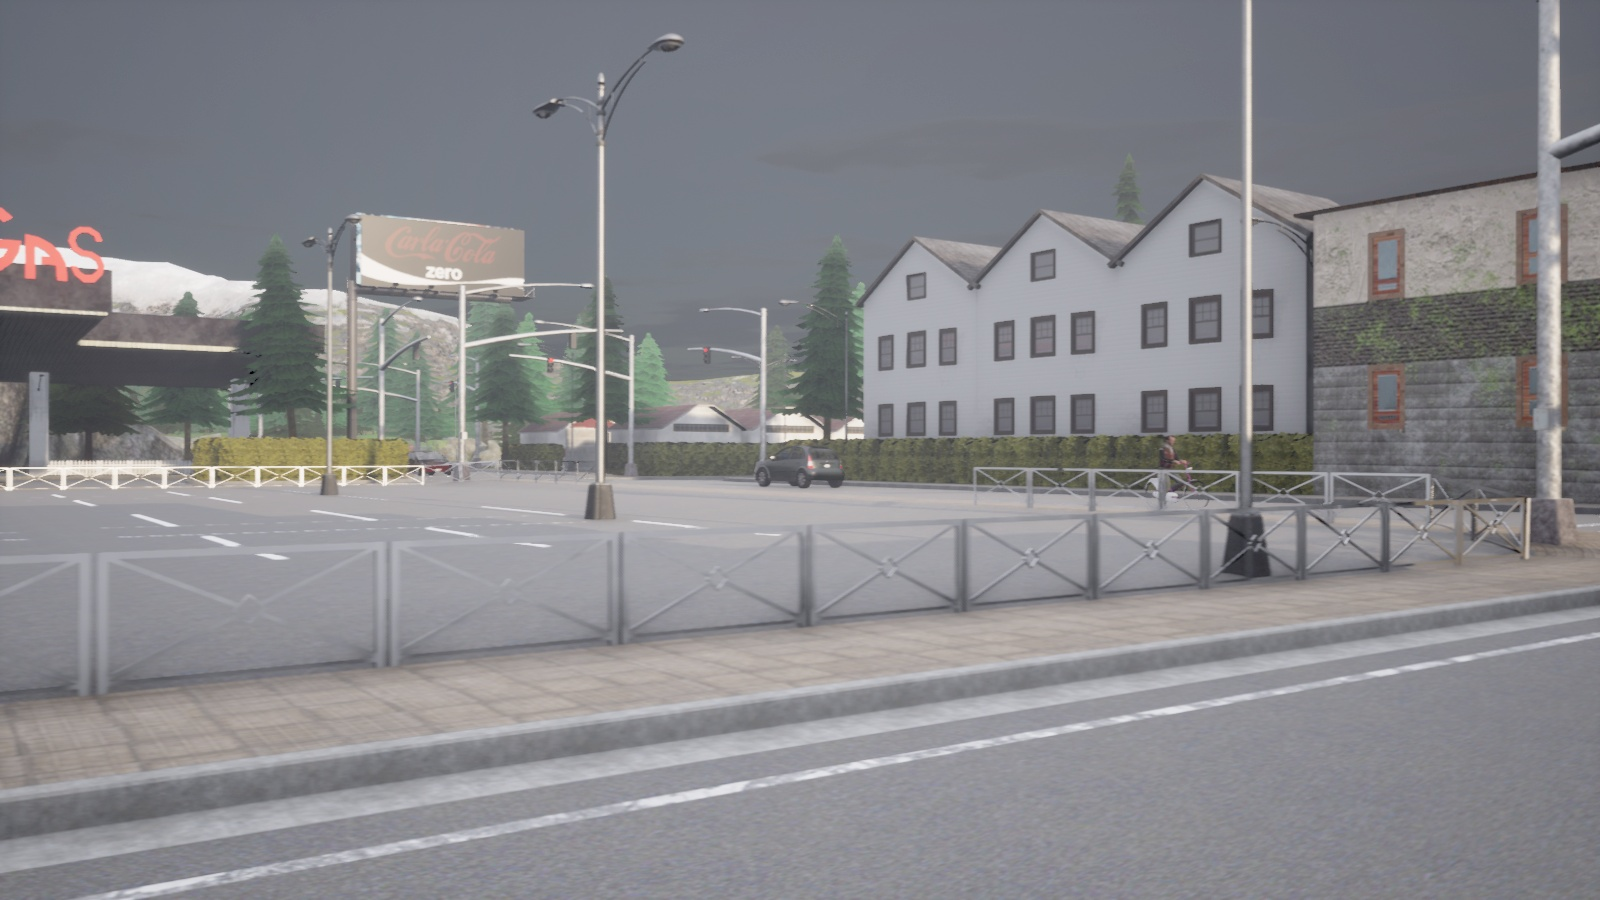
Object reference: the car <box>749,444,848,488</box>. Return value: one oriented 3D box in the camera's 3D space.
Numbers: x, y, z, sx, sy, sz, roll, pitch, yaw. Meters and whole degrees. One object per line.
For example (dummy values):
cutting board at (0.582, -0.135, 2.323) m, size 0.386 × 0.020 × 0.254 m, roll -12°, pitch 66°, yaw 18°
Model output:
car at (-0.088, 0.585, 48.076) m, size 1.851 × 1.617 × 3.988 m, roll 0°, pitch 0°, yaw -35°

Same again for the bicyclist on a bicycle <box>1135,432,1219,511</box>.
bicyclist on a bicycle at (8.737, 0.492, 29.181) m, size 0.659 × 1.776 × 1.843 m, roll 0°, pitch 0°, yaw -35°

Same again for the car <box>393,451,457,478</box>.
car at (-21.979, 0.867, 73.548) m, size 2.163 × 1.488 × 4.792 m, roll -1°, pitch 0°, yaw -35°
